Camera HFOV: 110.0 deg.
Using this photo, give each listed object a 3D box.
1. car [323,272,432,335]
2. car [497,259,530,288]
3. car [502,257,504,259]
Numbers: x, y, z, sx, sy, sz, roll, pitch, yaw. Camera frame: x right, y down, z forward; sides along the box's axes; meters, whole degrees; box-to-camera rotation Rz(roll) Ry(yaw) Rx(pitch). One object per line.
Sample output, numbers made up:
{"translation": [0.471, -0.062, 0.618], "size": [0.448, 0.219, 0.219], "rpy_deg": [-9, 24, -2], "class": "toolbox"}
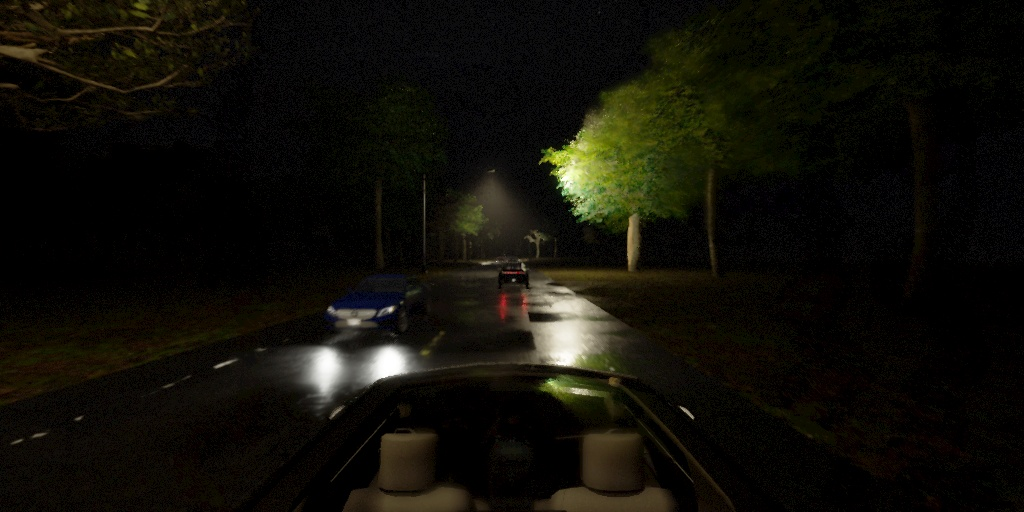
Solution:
{"translation": [-3.597, 1.234, 10.501], "size": [1.812, 1.442, 4.674], "rpy_deg": [0, 0, 0], "class": "car"}
{"translation": [0.097, 1.153, 22.552], "size": [2.128, 1.511, 4.902], "rpy_deg": [0, 0, 0], "class": "car"}
{"translation": [0.091, 1.104, 40.845], "size": [1.837, 1.490, 4.892], "rpy_deg": [0, 0, 0], "class": "car"}
